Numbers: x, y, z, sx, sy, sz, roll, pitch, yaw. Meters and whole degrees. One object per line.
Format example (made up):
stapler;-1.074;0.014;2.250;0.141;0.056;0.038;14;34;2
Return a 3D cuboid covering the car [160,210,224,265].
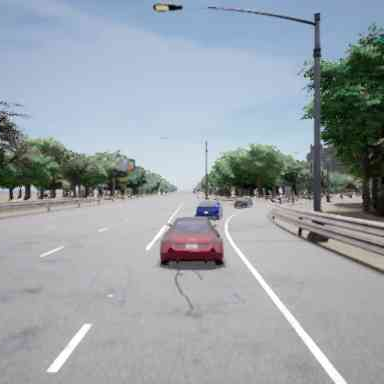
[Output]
car;0.021;1.553;11.719;1.994;1.385;4.181;0;0;1

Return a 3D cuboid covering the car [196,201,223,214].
car;1.590;1.469;28.666;1.882;1.535;5.008;0;0;11

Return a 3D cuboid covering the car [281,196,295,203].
car;18.873;1.435;66.131;1.812;1.442;4.674;0;0;39

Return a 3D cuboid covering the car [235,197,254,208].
car;7.372;1.488;47.203;1.812;1.442;4.674;0;0;24
